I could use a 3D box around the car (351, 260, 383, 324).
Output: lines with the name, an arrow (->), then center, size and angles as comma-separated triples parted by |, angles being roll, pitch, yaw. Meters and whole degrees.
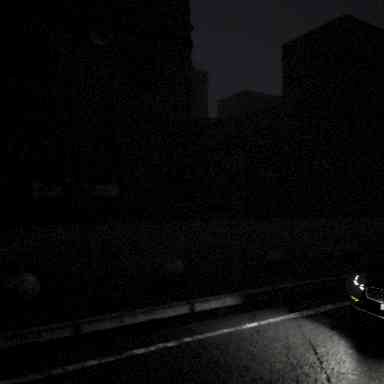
car -> 5.023, 1.500, 6.053 | 4.892, 1.490, 1.837 | 1, 0, -28
